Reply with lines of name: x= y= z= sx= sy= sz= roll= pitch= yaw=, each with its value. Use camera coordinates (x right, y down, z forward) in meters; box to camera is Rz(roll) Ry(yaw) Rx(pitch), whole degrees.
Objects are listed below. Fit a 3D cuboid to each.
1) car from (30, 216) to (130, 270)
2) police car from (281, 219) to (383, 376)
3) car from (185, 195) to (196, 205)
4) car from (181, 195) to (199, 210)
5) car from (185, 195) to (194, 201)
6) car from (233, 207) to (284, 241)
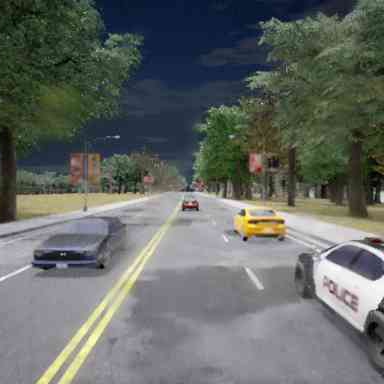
car: x=-3.371 y=1.536 z=11.280 sx=2.033 sy=1.411 sz=5.357 roll=0 pitch=0 yaw=0
police car: x=3.243 y=1.500 z=5.606 sx=2.038 sy=1.542 sz=4.974 roll=0 pitch=0 yaw=0
car: x=-0.261 y=1.295 z=56.603 sx=1.837 sy=1.490 sz=4.892 roll=0 pitch=0 yaw=-1
car: x=-0.204 y=1.404 z=40.204 sx=2.163 sy=1.488 sz=4.792 roll=0 pitch=0 yaw=0
car: x=-0.592 y=1.260 z=73.902 sx=1.895 sy=1.301 sz=4.718 roll=0 pitch=0 yaw=-1
car: x=3.211 y=1.460 z=16.616 sx=1.882 sy=1.535 sz=5.008 roll=0 pitch=0 yaw=0
